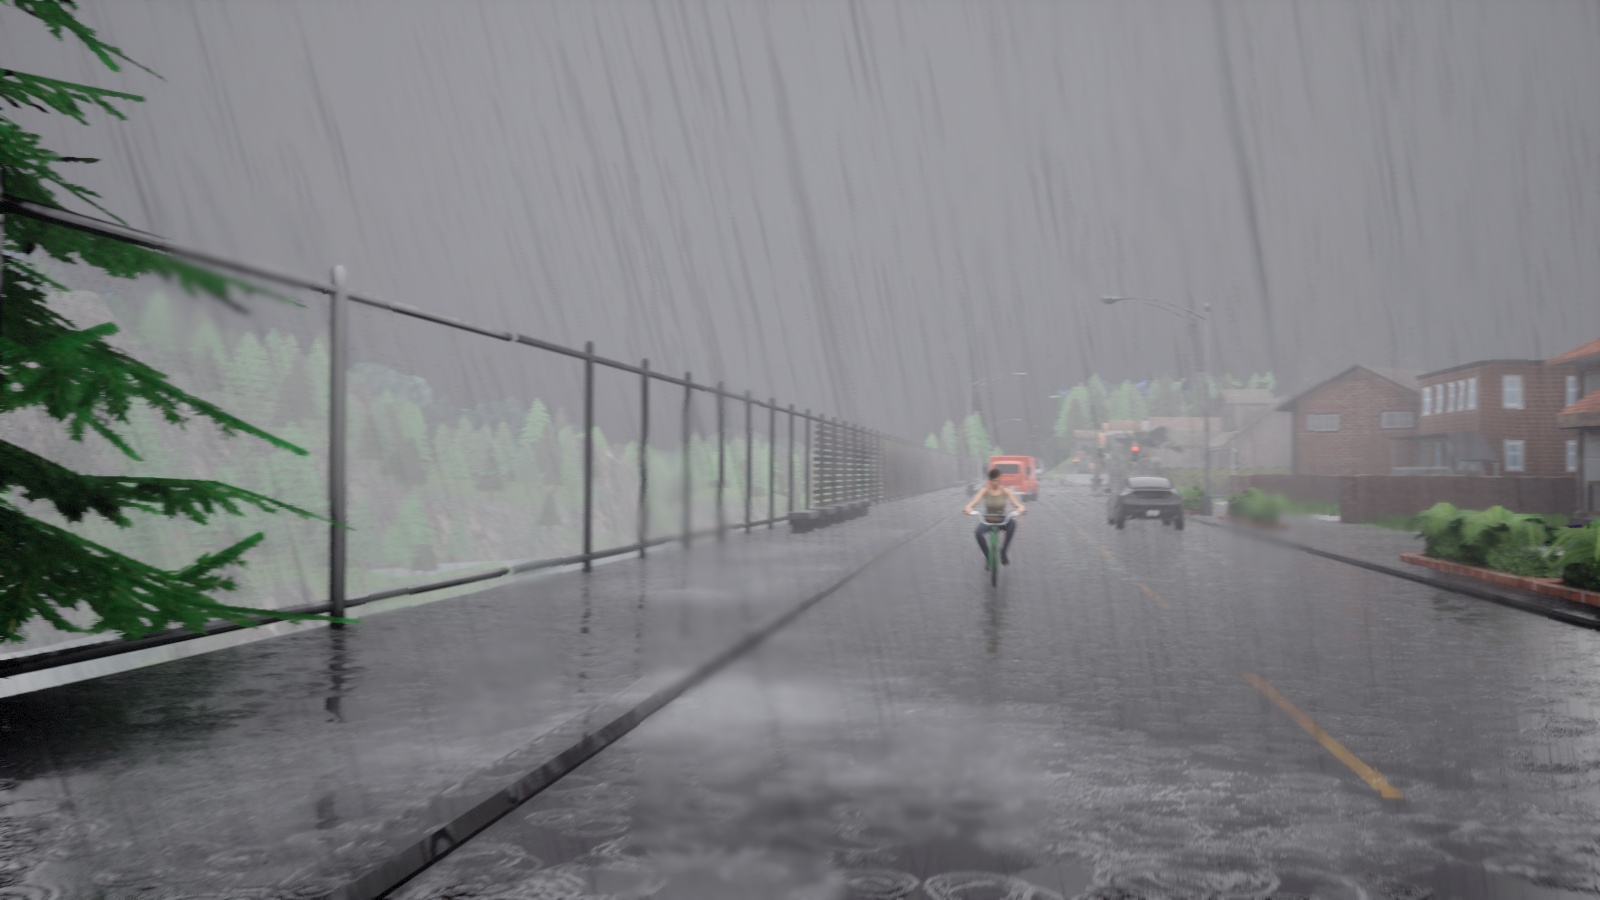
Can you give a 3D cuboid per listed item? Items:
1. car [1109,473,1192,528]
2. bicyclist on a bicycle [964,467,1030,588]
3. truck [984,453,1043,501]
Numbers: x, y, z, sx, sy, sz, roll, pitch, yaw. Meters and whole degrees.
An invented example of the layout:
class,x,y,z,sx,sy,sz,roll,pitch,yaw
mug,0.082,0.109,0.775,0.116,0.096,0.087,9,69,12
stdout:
class,x,y,z,sx,sy,sz,roll,pitch,yaw
car,10.113,1.422,36.570,1.837,1.490,4.892,0,-1,10
bicyclist on a bicycle,2.763,1.042,17.498,0.866,1.612,1.509,0,-1,10
truck,11.598,1.459,67.920,2.627,2.467,5.204,0,-1,16
